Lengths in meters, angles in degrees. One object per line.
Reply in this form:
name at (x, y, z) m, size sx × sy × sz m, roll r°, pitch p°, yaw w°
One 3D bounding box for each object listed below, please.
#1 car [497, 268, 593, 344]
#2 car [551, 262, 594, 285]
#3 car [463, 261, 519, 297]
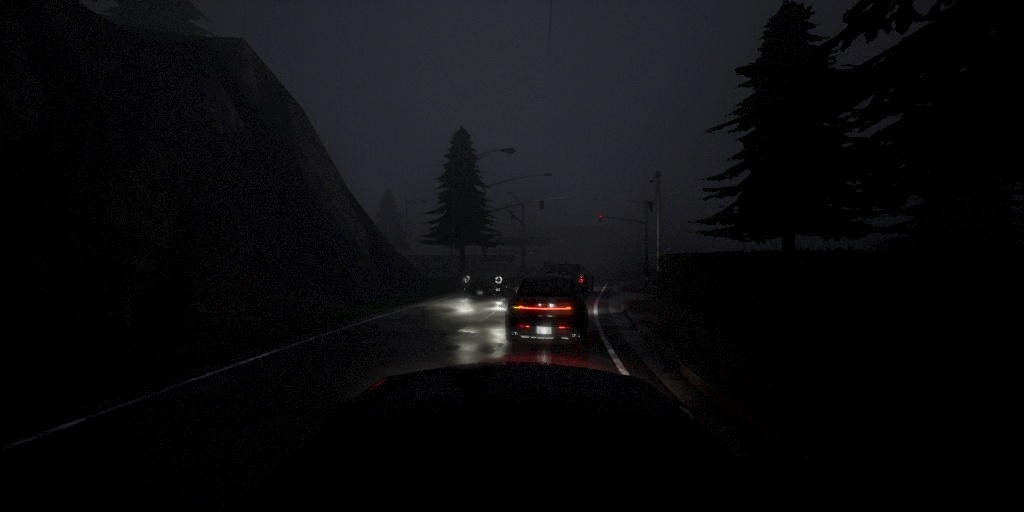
car at (1.020, 1.255, 9.637) m, size 1.837 × 1.490 × 4.892 m, roll 0°, pitch 0°, yaw 9°
car at (3.022, 1.102, 18.558) m, size 2.097 × 1.767 × 4.553 m, roll 0°, pitch 0°, yaw 17°
car at (-0.850, 1.101, 18.616) m, size 2.097 × 1.767 × 4.553 m, roll 0°, pitch 0°, yaw 16°
